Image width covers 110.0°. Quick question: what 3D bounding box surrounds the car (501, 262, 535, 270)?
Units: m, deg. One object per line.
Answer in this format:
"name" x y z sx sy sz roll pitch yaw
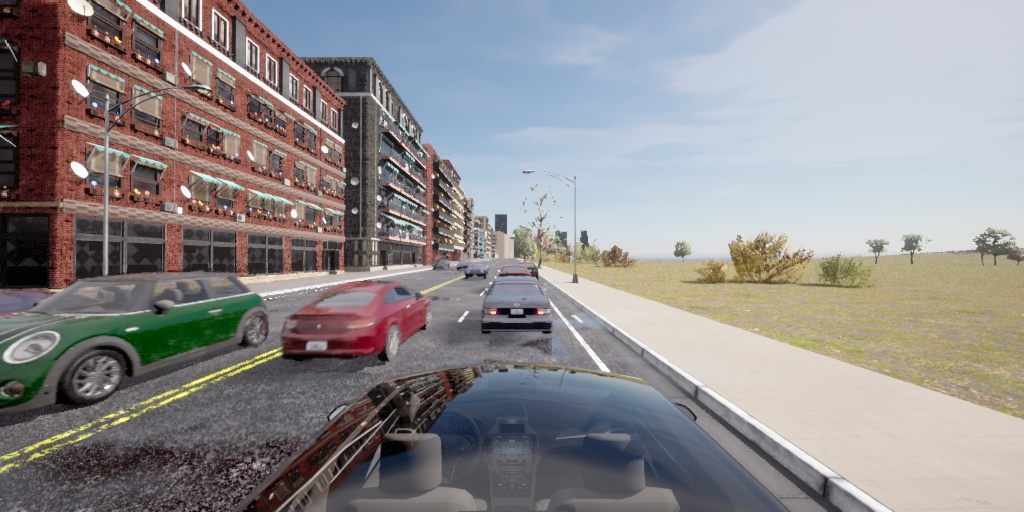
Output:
"car" 0.151 1.231 21.136 1.882 1.535 5.008 0 0 0

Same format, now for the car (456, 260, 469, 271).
"car" -6.477 1.300 49.448 2.033 1.411 5.357 0 0 0

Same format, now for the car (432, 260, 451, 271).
"car" -9.723 1.258 49.745 1.837 1.490 4.892 0 0 0

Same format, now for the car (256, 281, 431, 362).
"car" -3.139 1.276 8.075 1.812 1.442 4.674 0 0 0

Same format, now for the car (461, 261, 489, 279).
"car" -3.073 1.354 32.400 1.895 1.301 4.718 0 0 0

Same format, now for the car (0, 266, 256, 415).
"car" -6.591 1.103 6.221 2.097 1.767 4.553 0 0 0

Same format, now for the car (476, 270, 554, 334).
"car" 0.121 1.299 10.596 2.033 1.411 5.357 0 0 0

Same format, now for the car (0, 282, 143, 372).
"car" -9.840 1.315 6.509 1.994 1.385 4.181 0 0 0

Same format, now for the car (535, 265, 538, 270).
"car" 1.210 1.232 30.573 1.882 1.535 5.008 0 0 0
